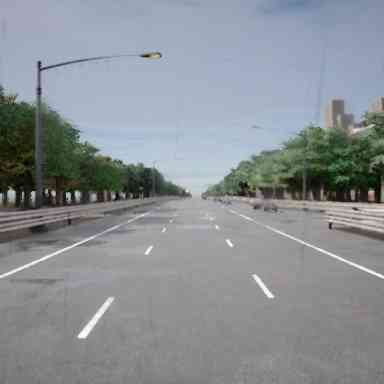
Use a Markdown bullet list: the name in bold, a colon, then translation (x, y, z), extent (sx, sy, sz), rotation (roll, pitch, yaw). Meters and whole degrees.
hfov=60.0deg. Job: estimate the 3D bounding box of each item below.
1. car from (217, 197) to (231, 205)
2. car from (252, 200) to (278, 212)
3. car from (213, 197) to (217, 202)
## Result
- **car**: translation (6.986, 1.828, 68.901), extent (2.033, 1.411, 5.357), rotation (0, 0, 0)
- **car**: translation (9.216, 1.754, 42.505), extent (1.994, 1.385, 4.181), rotation (0, 0, -14)
- **car**: translation (7.022, 2.043, 92.968), extent (1.994, 1.385, 4.181), rotation (0, 0, 0)
